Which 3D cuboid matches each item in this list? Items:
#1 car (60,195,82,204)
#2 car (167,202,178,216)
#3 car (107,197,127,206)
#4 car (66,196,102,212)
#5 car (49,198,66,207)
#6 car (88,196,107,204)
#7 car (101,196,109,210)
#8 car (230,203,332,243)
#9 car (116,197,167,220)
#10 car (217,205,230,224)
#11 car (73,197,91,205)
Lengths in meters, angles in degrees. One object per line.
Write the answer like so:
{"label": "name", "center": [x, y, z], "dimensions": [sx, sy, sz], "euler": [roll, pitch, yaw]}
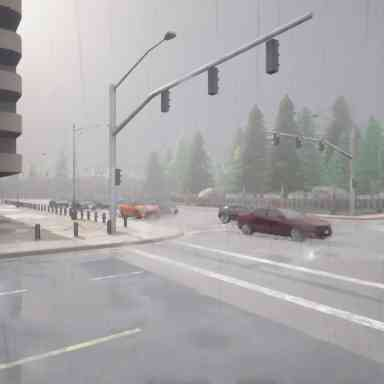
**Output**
{"label": "car", "center": [-20.672, 1.235, 56.660], "dimensions": [2.128, 1.511, 4.902], "euler": [0, 0, -36]}
{"label": "car", "center": [-3.233, 1.547, 32.879], "dimensions": [2.128, 1.511, 4.902], "euler": [0, 0, -36]}
{"label": "car", "center": [-13.251, 1.581, 58.581], "dimensions": [1.812, 1.442, 4.674], "euler": [0, 0, -36]}
{"label": "car", "center": [-13.133, 1.548, 40.403], "dimensions": [2.128, 1.511, 4.902], "euler": [0, 0, -36]}
{"label": "car", "center": [-19.964, 1.603, 49.716], "dimensions": [2.033, 1.411, 5.357], "euler": [0, 0, -36]}
{"label": "car", "center": [-18.760, 1.547, 66.023], "dimensions": [2.128, 1.511, 4.902], "euler": [0, 0, -36]}
{"label": "car", "center": [-11.756, 1.602, 44.432], "dimensions": [2.033, 1.411, 5.357], "euler": [0, 0, -36]}
{"label": "car", "center": [4.441, 1.487, 16.605], "dimensions": [1.882, 1.535, 5.008], "euler": [0, 0, -36]}
{"label": "car", "center": [-4.483, 1.408, 28.677], "dimensions": [2.097, 1.767, 4.553], "euler": [0, 0, -36]}
{"label": "car", "center": [3.949, 1.542, 23.548], "dimensions": [2.128, 1.511, 4.902], "euler": [0, 0, -40]}
{"label": "car", "center": [-20.828, 1.656, 62.931], "dimensions": [1.895, 1.301, 4.718], "euler": [0, 0, -36]}
